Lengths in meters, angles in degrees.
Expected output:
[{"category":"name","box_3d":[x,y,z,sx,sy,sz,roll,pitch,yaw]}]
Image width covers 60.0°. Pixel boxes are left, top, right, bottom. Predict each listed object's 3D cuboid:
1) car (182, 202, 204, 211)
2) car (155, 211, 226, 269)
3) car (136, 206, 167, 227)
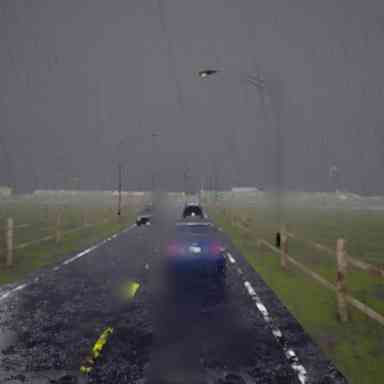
[{"category":"car","box_3d":[0.102,1.708,31.356,1.837,1.490,4.892,0,-1,0]},{"category":"car","box_3d":[0.097,1.621,11.443,2.033,1.411,5.357,0,0,0]},{"category":"car","box_3d":[-2.849,1.706,24.495,2.033,1.411,5.357,0,0,0]}]
